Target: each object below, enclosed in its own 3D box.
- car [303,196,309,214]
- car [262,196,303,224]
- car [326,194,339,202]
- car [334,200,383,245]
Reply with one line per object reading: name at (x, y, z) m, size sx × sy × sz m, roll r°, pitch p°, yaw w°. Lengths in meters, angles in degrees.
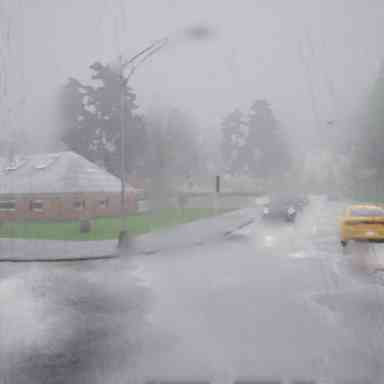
car at (9.666, 1.303, 31.608) m, size 1.994 × 1.385 × 4.181 m, roll -1°, pitch 0°, yaw 22°
car at (6.217, 1.178, 22.950) m, size 2.097 × 1.767 × 4.553 m, roll -1°, pitch 0°, yaw 22°
car at (23.516, 0.963, 55.541) m, size 2.033 × 1.411 × 5.357 m, roll -1°, pitch 0°, yaw 22°
car at (7.250, 1.304, 14.150) m, size 1.882 × 1.535 × 5.008 m, roll -1°, pitch 0°, yaw 22°
